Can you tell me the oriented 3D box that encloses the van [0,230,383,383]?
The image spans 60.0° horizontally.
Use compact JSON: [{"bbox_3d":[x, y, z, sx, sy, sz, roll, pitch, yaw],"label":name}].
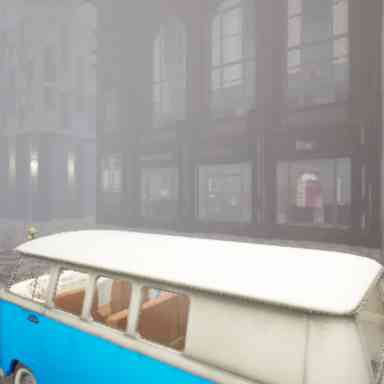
[{"bbox_3d":[-0.273,1.346,3.155,3.998,1.788,1.690,0,0,35],"label":"van"}]
